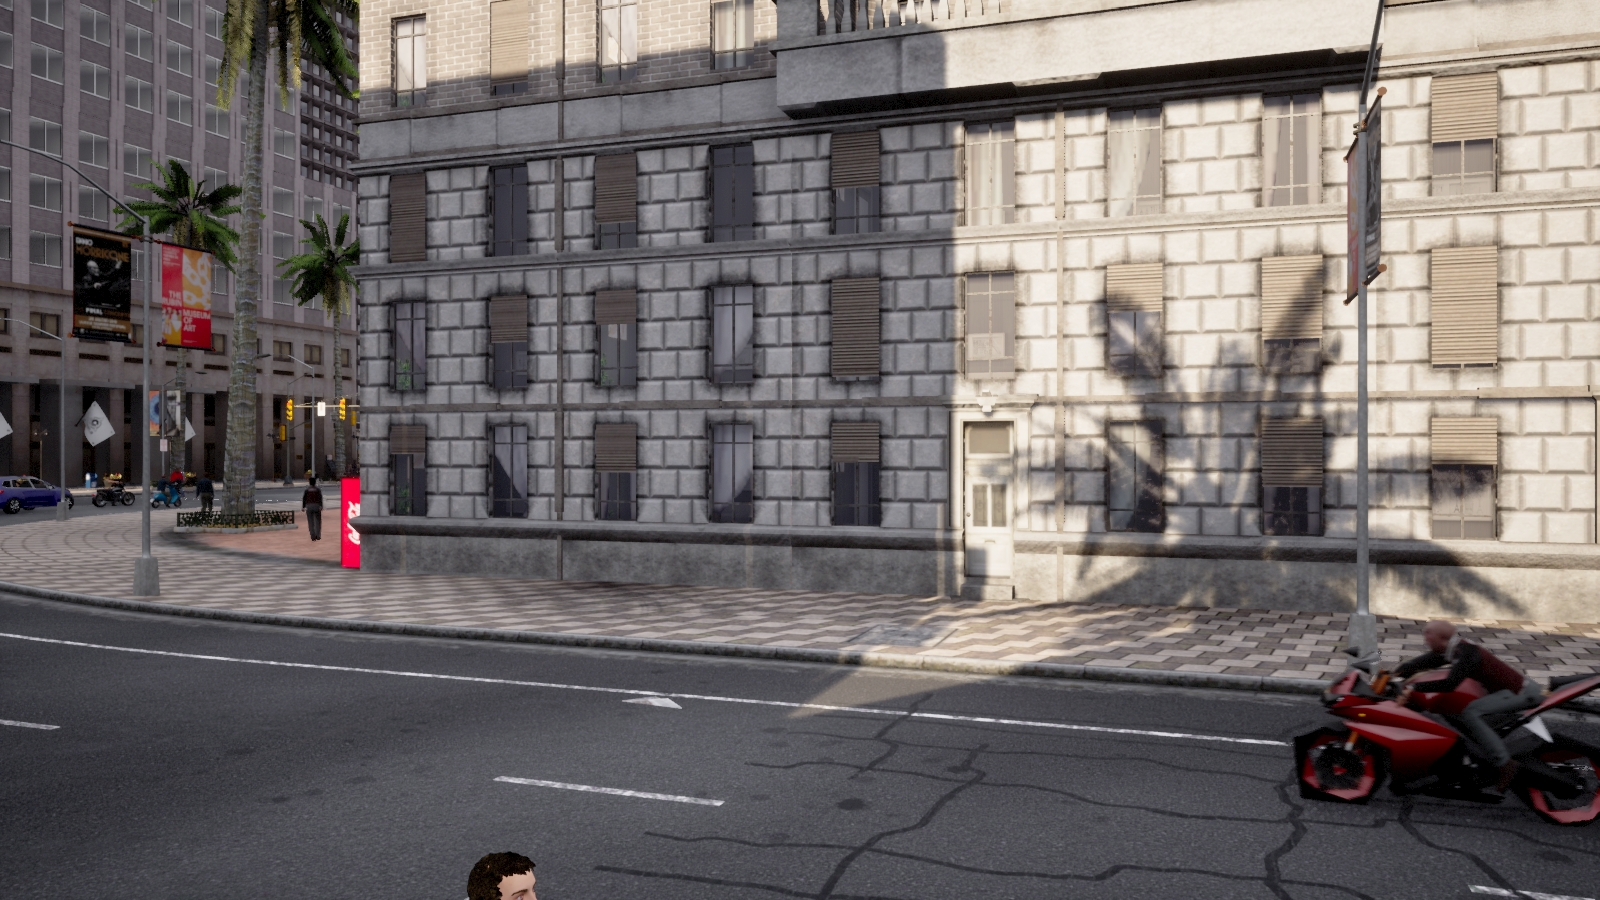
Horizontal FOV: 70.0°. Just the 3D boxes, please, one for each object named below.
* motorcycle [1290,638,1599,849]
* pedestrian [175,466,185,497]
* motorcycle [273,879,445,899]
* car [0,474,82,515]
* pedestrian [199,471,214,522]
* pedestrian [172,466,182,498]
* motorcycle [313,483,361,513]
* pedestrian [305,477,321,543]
[{"bbox_3d":[5.008,2.205,8.818,2.209,1.251,0.867,0,0,20],"label":"motorcycle"},{"bbox_3d":[-36.463,1.849,67.203,0.375,1.860,0.375,0,0,19],"label":"pedestrian"},{"bbox_3d":[-1.030,2.213,3.640,2.033,1.145,0.803,0,0,20],"label":"motorcycle"},{"bbox_3d":[-35.215,1.968,51.598,2.242,1.667,4.611,0,0,9],"label":"car"},{"bbox_3d":[-21.897,1.696,42.156,0.375,1.860,0.375,0,0,-7],"label":"pedestrian"},{"bbox_3d":[-36.175,1.849,66.301,0.375,1.860,0.375,0,0,30],"label":"pedestrian"},{"bbox_3d":[-21.134,2.170,52.239,0.764,1.277,2.356,0,0,16],"label":"motorcycle"},{"bbox_3d":[-13.876,1.696,32.558,0.375,1.860,0.375,0,0,-20],"label":"pedestrian"}]
